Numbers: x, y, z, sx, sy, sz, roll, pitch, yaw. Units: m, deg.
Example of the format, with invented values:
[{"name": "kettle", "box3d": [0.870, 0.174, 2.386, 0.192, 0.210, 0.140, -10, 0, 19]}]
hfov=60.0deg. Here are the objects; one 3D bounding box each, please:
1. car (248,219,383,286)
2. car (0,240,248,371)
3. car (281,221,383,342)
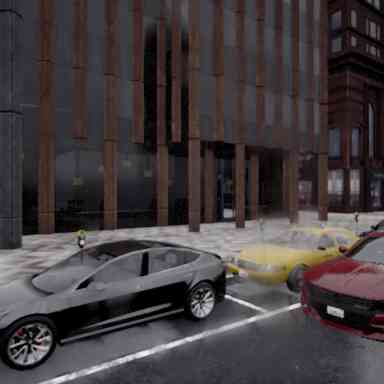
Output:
[{"name": "car", "box3d": [3.122, 1.534, 8.879, 4.829, 1.417, 1.752, 0, 0, -36]}, {"name": "car", "box3d": [-1.327, 1.568, 5.703, 4.313, 1.339, 1.947, 0, 0, -36]}, {"name": "car", "box3d": [4.132, 1.485, 6.327, 5.008, 1.535, 1.882, 0, 0, -36]}]
